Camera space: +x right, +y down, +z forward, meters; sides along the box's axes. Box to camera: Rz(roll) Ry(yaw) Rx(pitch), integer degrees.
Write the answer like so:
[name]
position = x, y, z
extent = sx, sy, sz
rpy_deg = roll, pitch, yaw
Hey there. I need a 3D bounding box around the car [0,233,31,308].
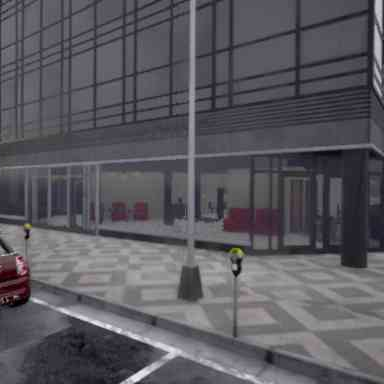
[car]
position = -5.033, 1.381, 6.551
extent = 4.097, 1.590, 1.967
rpy_deg = 1, 1, 36
